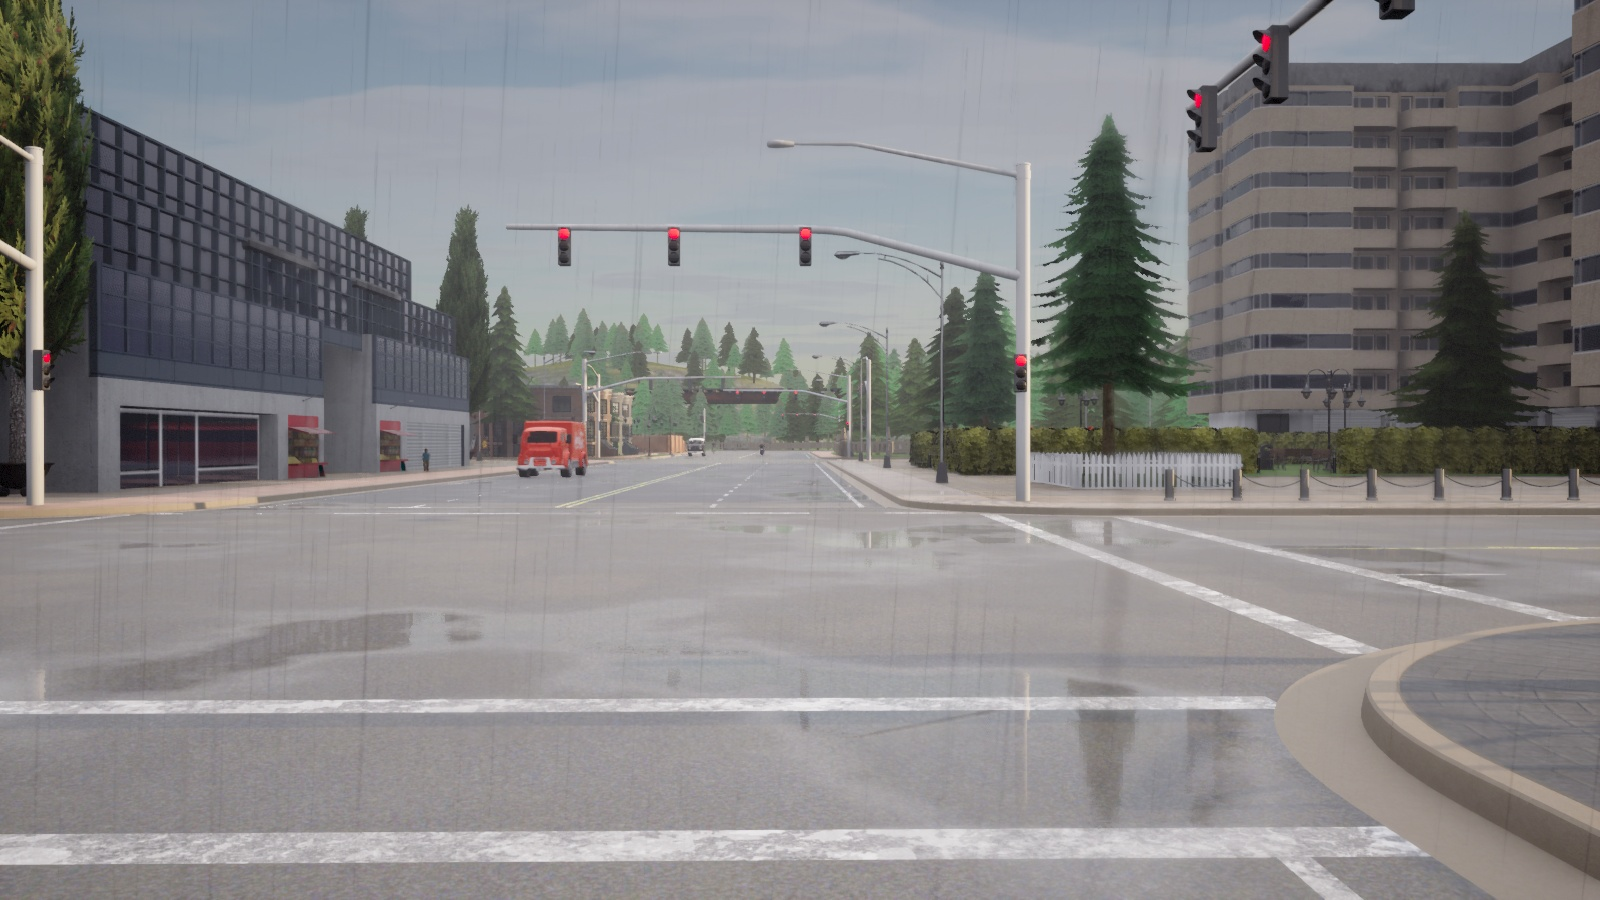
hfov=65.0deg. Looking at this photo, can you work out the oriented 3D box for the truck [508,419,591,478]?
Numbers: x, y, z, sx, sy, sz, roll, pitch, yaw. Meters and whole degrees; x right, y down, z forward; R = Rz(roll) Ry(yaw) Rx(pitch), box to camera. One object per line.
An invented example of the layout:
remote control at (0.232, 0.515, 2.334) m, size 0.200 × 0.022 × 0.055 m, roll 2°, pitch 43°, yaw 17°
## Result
truck at (-10.968, -0.061, 55.360) m, size 2.627 × 2.467 × 5.204 m, roll 0°, pitch 0°, yaw 0°
